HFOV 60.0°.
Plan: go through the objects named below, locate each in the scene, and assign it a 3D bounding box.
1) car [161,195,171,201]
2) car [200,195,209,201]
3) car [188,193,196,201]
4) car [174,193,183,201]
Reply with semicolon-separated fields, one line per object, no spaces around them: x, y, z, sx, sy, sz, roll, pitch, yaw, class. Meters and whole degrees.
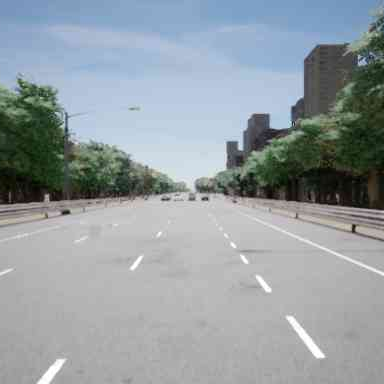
-7.006;1.684;86.660;1.994;1.385;4.181;0;0;0;car
3.494;1.630;86.245;1.837;1.490;4.892;0;0;0;car
-0.006;1.655;86.244;2.128;1.511;4.902;0;0;0;car
-3.506;1.355;86.275;2.150;2.045;5.566;0;0;0;car
